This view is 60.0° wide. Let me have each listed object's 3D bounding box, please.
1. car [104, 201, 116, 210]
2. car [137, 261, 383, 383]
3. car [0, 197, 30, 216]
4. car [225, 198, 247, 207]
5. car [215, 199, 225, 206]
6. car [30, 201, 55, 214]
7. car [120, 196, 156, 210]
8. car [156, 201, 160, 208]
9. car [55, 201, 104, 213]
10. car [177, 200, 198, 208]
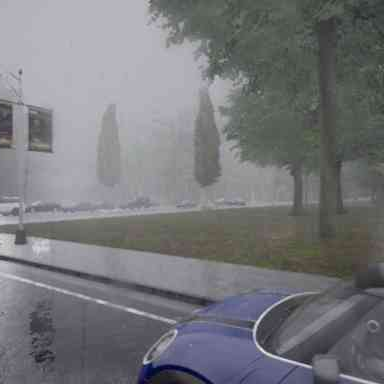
[{"bbox_3d":[-13.752,2.066,50.998,1.994,1.385,4.181,-1,-1,35],"label":"car"},{"bbox_3d":[1.701,1.352,2.476,4.553,1.767,2.097,0,0,36],"label":"car"},{"bbox_3d":[-20.753,1.609,35.358,2.150,2.045,5.566,0,-1,34],"label":"car"},{"bbox_3d":[9.146,1.992,66.362,2.097,1.767,4.553,-1,-1,35],"label":"car"},{"bbox_3d":[6.444,2.155,68.165,2.128,1.511,4.902,-1,-1,35],"label":"car"},{"bbox_3d":[-19.440,1.924,42.883,1.882,1.535,5.008,-1,-1,35],"label":"car"},{"bbox_3d":[-8.788,1.726,52.418,2.150,2.045,5.566,-1,-1,36],"label":"car"},{"bbox_3d":[-7.799,2.065,59.437,2.128,1.511,4.902,-1,-1,36],"label":"car"},{"bbox_3d":[-14.782,1.989,43.869,2.033,1.411,5.357,-1,-1,35],"label":"car"},{"bbox_3d":[-0.695,2.112,57.972,1.994,1.385,4.181,-1,-1,35],"label":"car"}]
